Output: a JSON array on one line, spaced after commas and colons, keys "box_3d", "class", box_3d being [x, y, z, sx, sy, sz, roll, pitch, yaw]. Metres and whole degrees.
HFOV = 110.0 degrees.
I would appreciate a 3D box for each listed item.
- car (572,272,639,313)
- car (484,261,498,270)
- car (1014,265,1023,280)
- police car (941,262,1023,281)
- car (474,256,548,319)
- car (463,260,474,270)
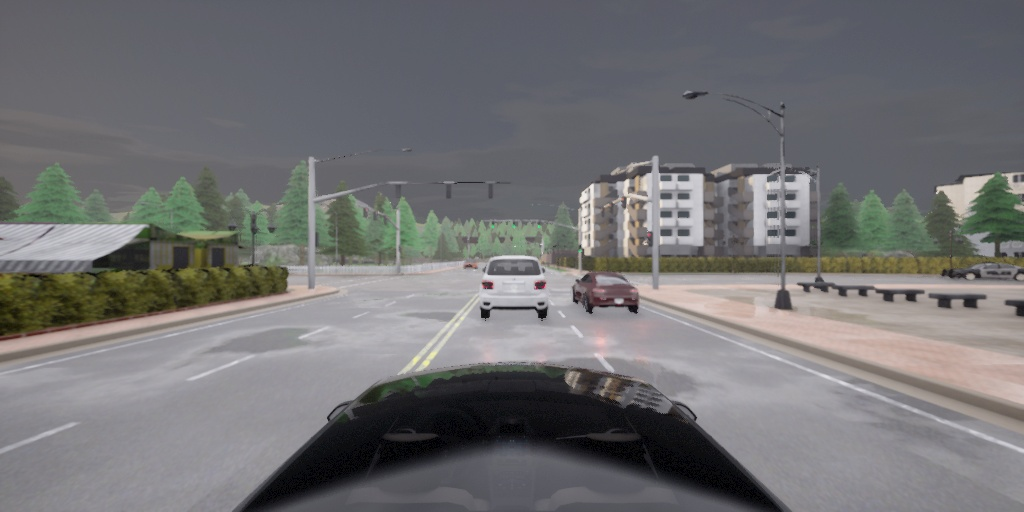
[{"box_3d": [3.573, 1.338, 14.224, 1.812, 1.442, 4.674, 0, 0, 0], "class": "car"}, {"box_3d": [-3.558, 1.608, 60.972, 1.994, 1.385, 4.181, 0, 0, 0], "class": "car"}, {"box_3d": [49.085, 1.501, 31.920, 4.718, 1.301, 1.895, 0, 0, 29], "class": "car"}, {"box_3d": [41.735, 1.324, 31.614, 5.238, 1.638, 1.930, 0, 0, 21], "class": "police car"}, {"box_3d": [0.067, 1.028, 13.166, 2.150, 2.045, 5.566, 0, 0, 0], "class": "car"}, {"box_3d": [-7.060, 1.396, 60.901, 2.097, 1.767, 4.553, 0, 0, 0], "class": "car"}]
